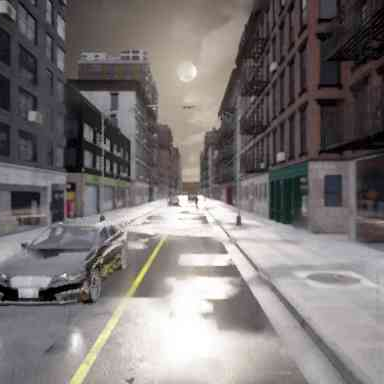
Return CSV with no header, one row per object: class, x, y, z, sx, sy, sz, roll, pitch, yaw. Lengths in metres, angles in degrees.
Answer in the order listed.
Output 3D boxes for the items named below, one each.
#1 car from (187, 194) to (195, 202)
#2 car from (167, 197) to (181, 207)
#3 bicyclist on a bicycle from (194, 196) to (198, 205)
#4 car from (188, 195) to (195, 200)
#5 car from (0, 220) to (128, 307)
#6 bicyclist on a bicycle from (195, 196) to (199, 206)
car,-0.032,1.324,78.055,2.097,1.767,4.553,0,0,0
car,-2.833,1.570,52.221,1.837,1.490,4.892,0,0,0
bicyclist on a bicycle,0.731,1.519,59.477,0.582,1.620,1.656,0,0,0
car,-0.040,1.603,90.866,1.895,1.301,4.718,0,0,0
car,-2.854,1.509,8.258,2.128,1.511,4.902,0,0,0
bicyclist on a bicycle,0.734,1.436,50.668,0.659,1.776,1.843,0,0,0
